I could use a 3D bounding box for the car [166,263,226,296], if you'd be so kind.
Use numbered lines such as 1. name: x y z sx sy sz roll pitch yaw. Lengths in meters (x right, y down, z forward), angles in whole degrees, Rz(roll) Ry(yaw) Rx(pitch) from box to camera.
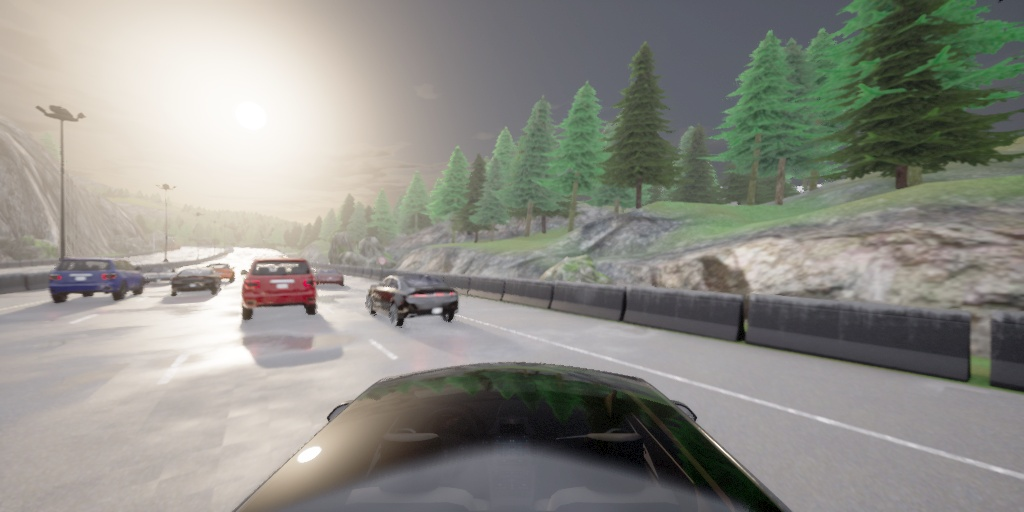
1. car: -18.292 1.402 20.977 1.882 1.535 5.008 1 0 -35

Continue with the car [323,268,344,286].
1. car: -14.096 1.565 27.182 1.994 1.385 4.181 1 -1 -35

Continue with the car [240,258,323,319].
1. car: -8.917 1.085 13.720 2.150 2.045 5.566 1 -1 -35

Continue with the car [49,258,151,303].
1. car: -20.410 1.106 17.898 2.150 2.045 5.566 1 -1 -35

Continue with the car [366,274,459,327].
1. car: -3.491 1.348 12.078 2.128 1.511 4.902 1 -1 -35

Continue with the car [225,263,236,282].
1. car: -26.032 1.379 32.002 2.097 1.767 4.553 1 -1 -35

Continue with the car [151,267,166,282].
1. car: -28.616 1.597 29.589 1.895 1.301 4.718 1 -1 -35
